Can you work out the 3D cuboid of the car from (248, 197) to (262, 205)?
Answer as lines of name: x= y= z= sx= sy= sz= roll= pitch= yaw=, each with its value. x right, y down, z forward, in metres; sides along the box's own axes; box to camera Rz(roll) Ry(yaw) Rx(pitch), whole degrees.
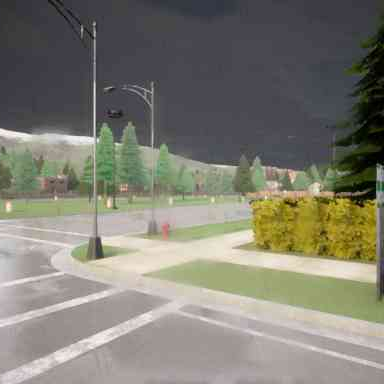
car: x=11.887 y=1.601 z=59.473 sx=1.895 sy=1.301 sz=4.718 roll=0 pitch=0 yaw=36

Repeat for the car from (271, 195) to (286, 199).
car: x=15.179 y=1.526 z=58.055 sx=1.812 sy=1.442 sz=4.674 roll=0 pitch=0 yaw=36

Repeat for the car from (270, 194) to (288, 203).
car: x=17.731 y=1.353 z=67.546 sx=2.097 sy=1.767 sz=4.553 roll=0 pitch=0 yaw=36
